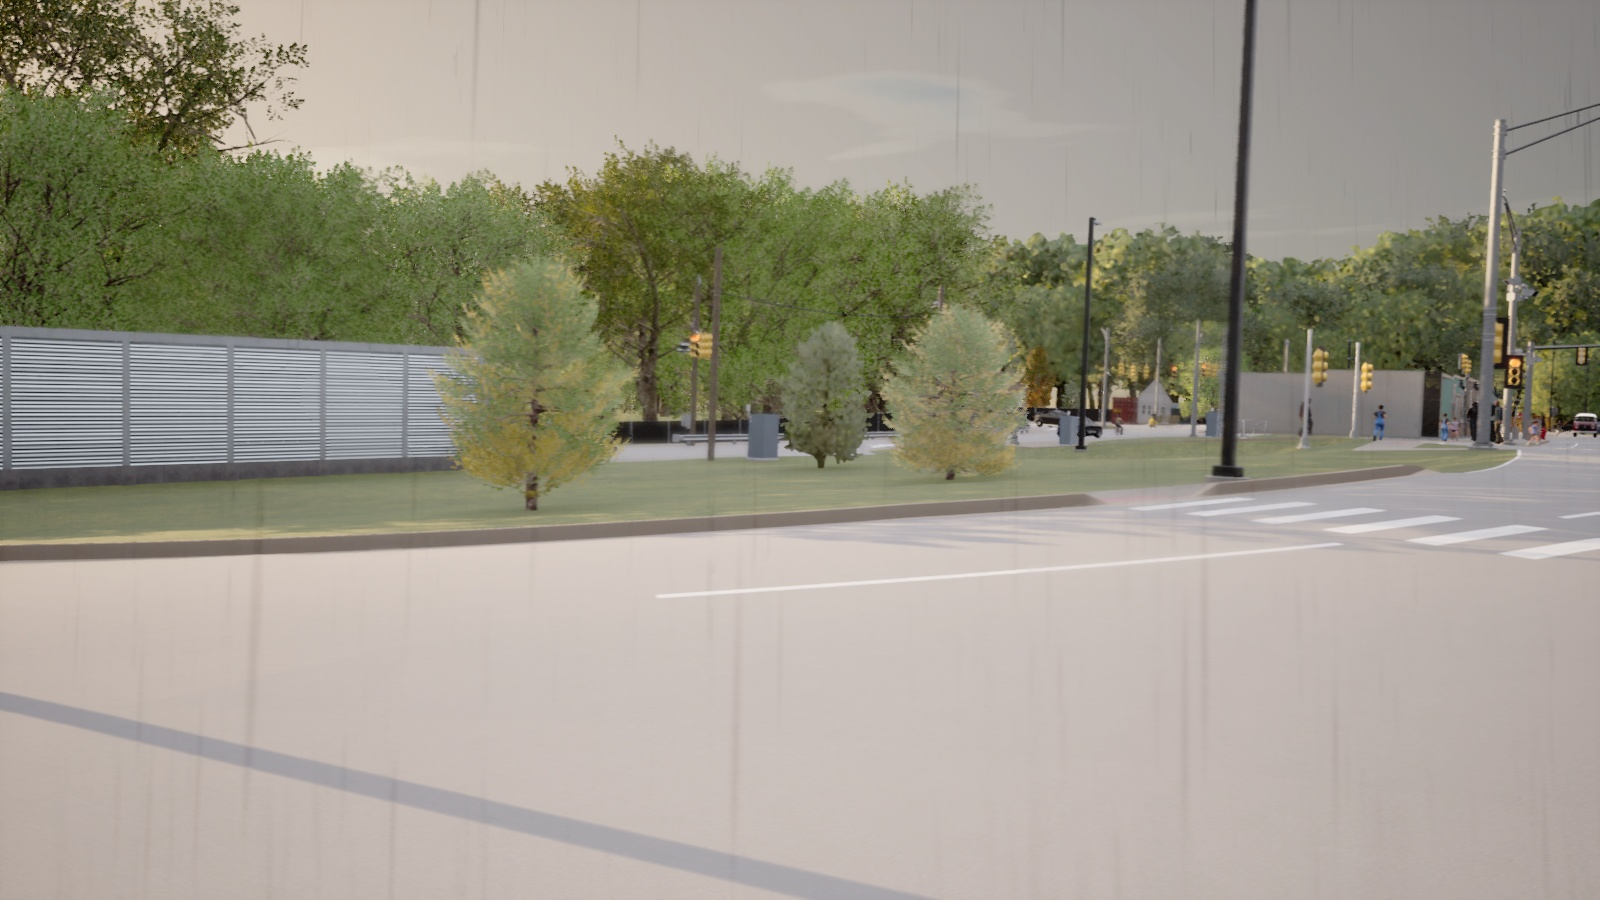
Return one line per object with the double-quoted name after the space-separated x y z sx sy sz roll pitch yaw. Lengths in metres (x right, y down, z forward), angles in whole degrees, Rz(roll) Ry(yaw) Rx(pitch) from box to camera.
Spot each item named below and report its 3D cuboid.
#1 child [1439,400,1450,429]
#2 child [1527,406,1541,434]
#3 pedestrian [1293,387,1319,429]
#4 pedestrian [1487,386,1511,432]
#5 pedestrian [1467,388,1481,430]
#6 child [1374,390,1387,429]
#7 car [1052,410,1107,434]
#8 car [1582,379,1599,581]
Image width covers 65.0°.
27.897 -1.539 54.336 0.437 1.263 0.270 0 2 -44 "child"
29.699 -1.226 50.812 0.394 1.110 0.255 3 2 38 "child"
22.275 -1.857 55.265 0.899 1.844 0.634 2 2 35 "pedestrian"
28.898 -1.696 51.945 0.726 1.842 0.402 2 2 14 "pedestrian"
31.494 -1.918 58.679 0.402 1.930 0.666 3 2 42 "pedestrian"
19.139 -1.327 41.407 0.270 1.263 0.437 2 2 33 "child"
20.626 -2.085 92.590 2.033 1.649 4.856 3 4 37 "car"
7.934 0.172 9.488 3.806 1.475 1.970 -4 5 -33 "car"
